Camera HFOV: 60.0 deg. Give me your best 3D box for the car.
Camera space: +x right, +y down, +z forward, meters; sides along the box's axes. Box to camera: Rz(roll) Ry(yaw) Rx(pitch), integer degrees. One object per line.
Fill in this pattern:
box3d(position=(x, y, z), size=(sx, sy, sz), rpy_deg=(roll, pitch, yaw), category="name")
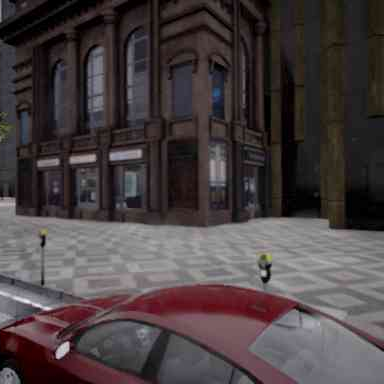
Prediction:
box3d(position=(-0.073, 1.556, 3.017), size=(4.507, 1.381, 1.887), rpy_deg=(0, 0, 36), category="car")
